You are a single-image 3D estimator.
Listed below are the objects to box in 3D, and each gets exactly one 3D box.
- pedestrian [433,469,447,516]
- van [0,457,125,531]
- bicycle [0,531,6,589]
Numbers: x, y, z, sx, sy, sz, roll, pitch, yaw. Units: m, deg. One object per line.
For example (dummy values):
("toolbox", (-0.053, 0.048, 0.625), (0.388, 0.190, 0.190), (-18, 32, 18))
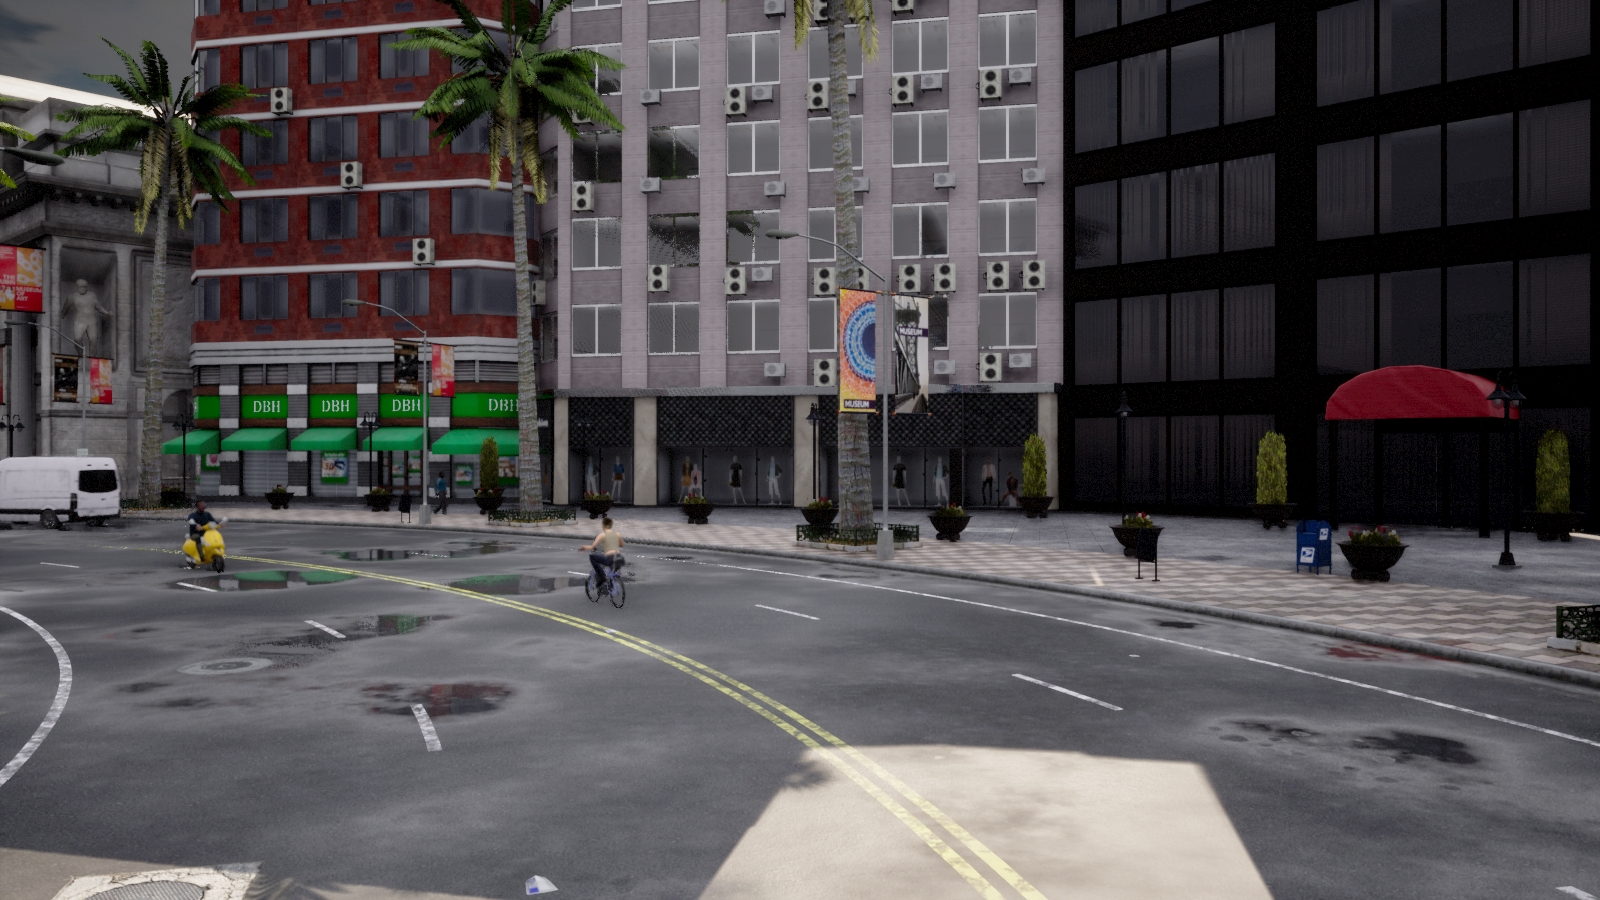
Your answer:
("pedestrian", (-14.414, 1.697, 45.762), (0.375, 1.860, 0.375), (0, 0, 29))
("van", (-27.572, 1.534, 41.330), (5.915, 2.561, 1.988), (0, 0, 18))
("bicycle", (-16.768, 2.256, 23.334), (0.859, 1.080, 1.487), (0, 0, -37))
